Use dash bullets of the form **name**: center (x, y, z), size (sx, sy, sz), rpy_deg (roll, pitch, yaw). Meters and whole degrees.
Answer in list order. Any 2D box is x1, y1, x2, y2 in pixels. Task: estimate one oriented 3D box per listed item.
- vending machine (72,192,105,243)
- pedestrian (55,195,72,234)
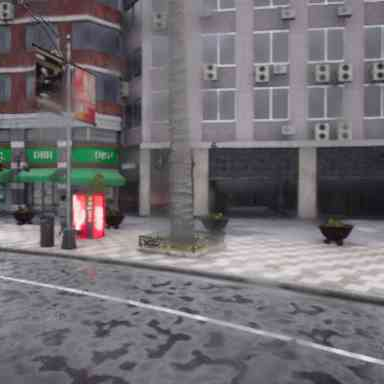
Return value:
- **vending machine**: center (-4.491, 1.068, 14.464), size (0.880, 2.100, 1.100), rpy_deg (0, 1, 23)
- **pedestrian**: center (-5.542, 1.013, 14.457), size (0.375, 1.860, 0.375), rpy_deg (0, 1, 22)
